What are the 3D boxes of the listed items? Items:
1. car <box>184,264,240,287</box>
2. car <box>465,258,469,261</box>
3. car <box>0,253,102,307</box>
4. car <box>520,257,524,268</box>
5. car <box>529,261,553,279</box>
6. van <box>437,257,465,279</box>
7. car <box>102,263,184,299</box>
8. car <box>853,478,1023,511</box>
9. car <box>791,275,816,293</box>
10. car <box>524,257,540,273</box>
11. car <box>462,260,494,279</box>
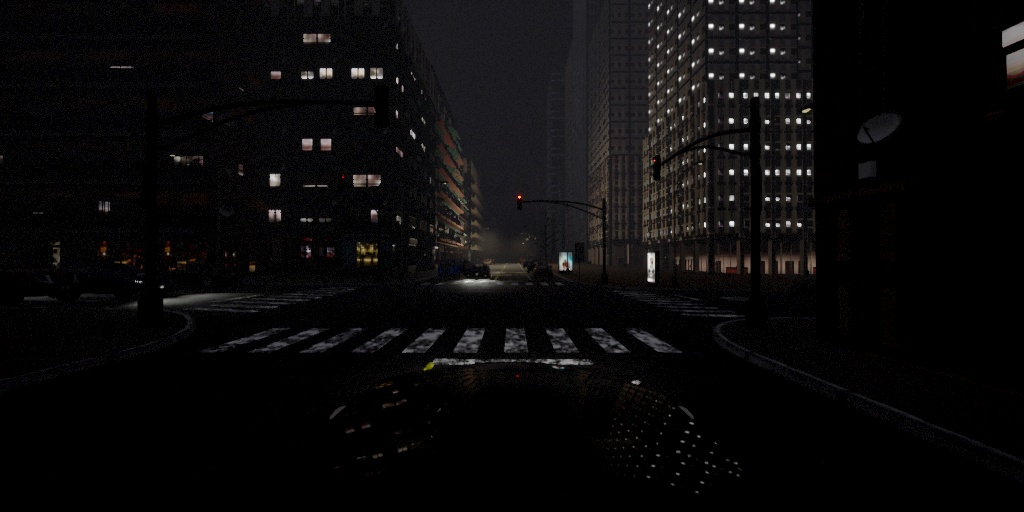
[{"bbox_3d":[-18.747,1.104,21.386,4.313,1.339,1.948,0,0,0],"label":"car"},{"bbox_3d":[-5.602,1.080,38.056,2.192,1.841,5.009,0,0,0],"label":"car"},{"bbox_3d":[-18.745,0.784,13.005,5.009,1.841,2.192,0,0,0],"label":"car"},{"bbox_3d":[2.831,1.222,60.145,1.967,1.591,4.097,0,0,0],"label":"car"},{"bbox_3d":[2.766,1.344,32.507,1.802,1.307,4.207,0,0,0],"label":"car"},{"bbox_3d":[-5.616,1.103,32.528,1.690,1.789,3.998,0,0,0],"label":"van"},{"bbox_3d":[-17.583,1.033,15.626,4.674,1.442,1.812,1,0,0],"label":"car"},{"bbox_3d":[2.688,1.315,0.102,1.948,1.339,4.313,0,0,0],"label":"car"},{"bbox_3d":[19.441,1.644,21.698,4.403,1.370,2.007,0,0,0],"label":"car"},{"bbox_3d":[2.792,1.208,43.563,1.967,1.591,4.097,0,0,0],"label":"car"},{"bbox_3d":[-2.928,1.329,32.017,1.994,1.385,4.181,0,0,0],"label":"car"}]
